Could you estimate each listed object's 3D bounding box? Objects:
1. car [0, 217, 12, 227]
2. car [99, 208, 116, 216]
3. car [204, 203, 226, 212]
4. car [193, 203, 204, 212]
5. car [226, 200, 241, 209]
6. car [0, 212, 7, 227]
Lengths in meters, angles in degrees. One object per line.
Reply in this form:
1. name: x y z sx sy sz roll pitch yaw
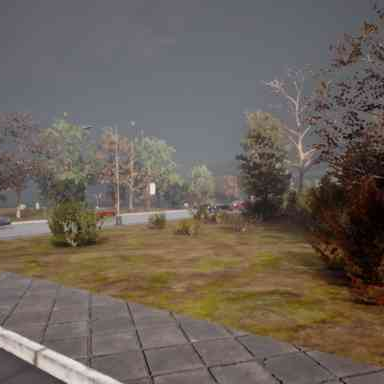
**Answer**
1. car: -17.249 2.379 26.245 2.033 1.411 5.357 -3 -2 33
2. car: -10.656 2.459 36.398 1.895 1.301 4.718 -3 -2 32
3. car: 4.320 2.433 53.283 1.895 1.301 4.718 -3 -2 32
4. car: 1.999 2.517 56.370 1.895 1.301 4.718 -3 -2 32
5. car: 7.626 2.035 51.991 2.097 1.767 4.553 -3 -2 32
6. car: -19.306 2.590 29.468 1.895 1.301 4.718 -3 -2 33
